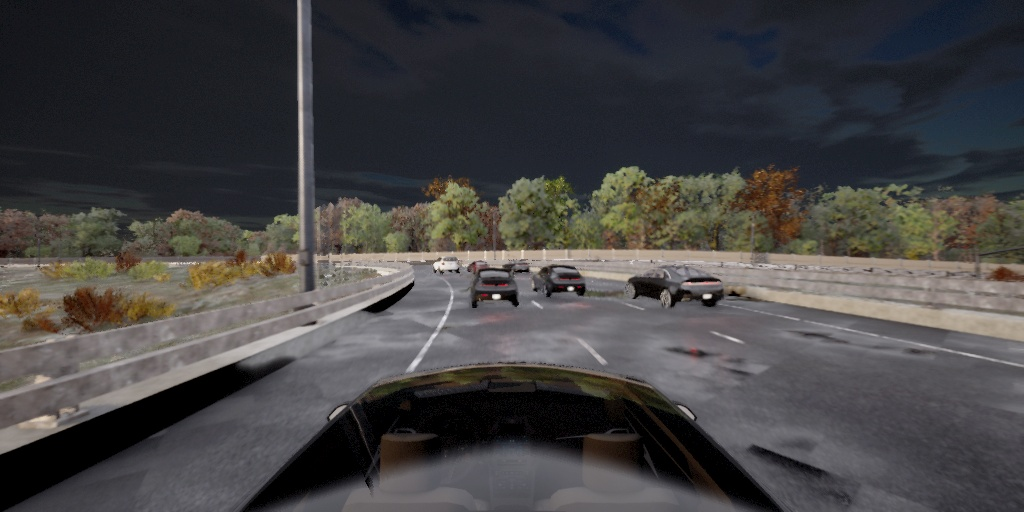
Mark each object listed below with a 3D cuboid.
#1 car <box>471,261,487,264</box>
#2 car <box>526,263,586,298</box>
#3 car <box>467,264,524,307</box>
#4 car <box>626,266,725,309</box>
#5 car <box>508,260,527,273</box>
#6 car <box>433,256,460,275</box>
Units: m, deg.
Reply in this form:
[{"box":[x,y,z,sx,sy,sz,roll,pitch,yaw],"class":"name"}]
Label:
[{"box":[-3.850,1.288,41.195,1.812,1.442,4.674,-1,0,-21],"class":"car"},{"box":[2.248,1.210,18.345,1.837,1.490,4.892,0,0,-9],"class":"car"},{"box":[-0.875,1.253,15.548,1.837,1.490,4.892,0,0,-7],"class":"car"},{"box":[6.286,1.148,14.436,2.128,1.511,4.902,-1,0,-6],"class":"car"},{"box":[0.409,1.200,39.718,2.128,1.511,4.902,-1,0,-20],"class":"car"},{"box":[-7.644,1.032,41.498,2.150,2.045,5.566,0,0,-22],"class":"car"}]
